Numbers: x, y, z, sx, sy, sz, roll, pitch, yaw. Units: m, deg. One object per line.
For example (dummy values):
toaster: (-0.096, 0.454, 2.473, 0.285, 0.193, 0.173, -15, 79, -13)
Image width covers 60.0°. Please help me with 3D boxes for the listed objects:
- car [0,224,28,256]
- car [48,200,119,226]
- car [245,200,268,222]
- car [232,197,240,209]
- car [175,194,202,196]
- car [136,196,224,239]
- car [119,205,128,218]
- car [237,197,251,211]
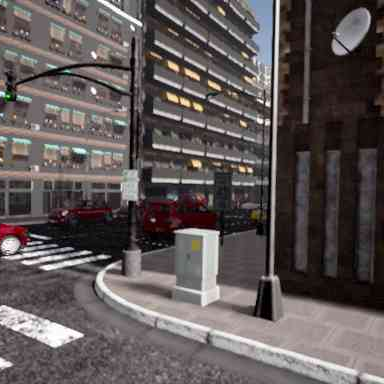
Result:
car: (-7.900, 1.415, 10.672, 1.882, 1.535, 5.008, 2, 1, 35)
car: (-7.160, 1.243, 21.512, 1.967, 1.590, 4.097, 2, 1, 35)
car: (6.196, 1.571, 25.821, 1.752, 1.417, 4.829, 2, 1, 35)
car: (5.710, 1.290, 39.571, 1.967, 1.590, 4.097, 2, 1, 35)
car: (-0.722, 1.140, 30.541, 2.192, 1.841, 5.009, 2, 1, 35)
car: (-0.337, 1.337, 16.646, 2.192, 1.841, 5.009, 2, 1, 35)
car: (-3.943, 1.254, 26.027, 1.967, 1.590, 4.097, 2, 1, 35)
car: (7.259, 1.516, 37.273, 1.895, 1.301, 4.718, 2, 1, 36)
